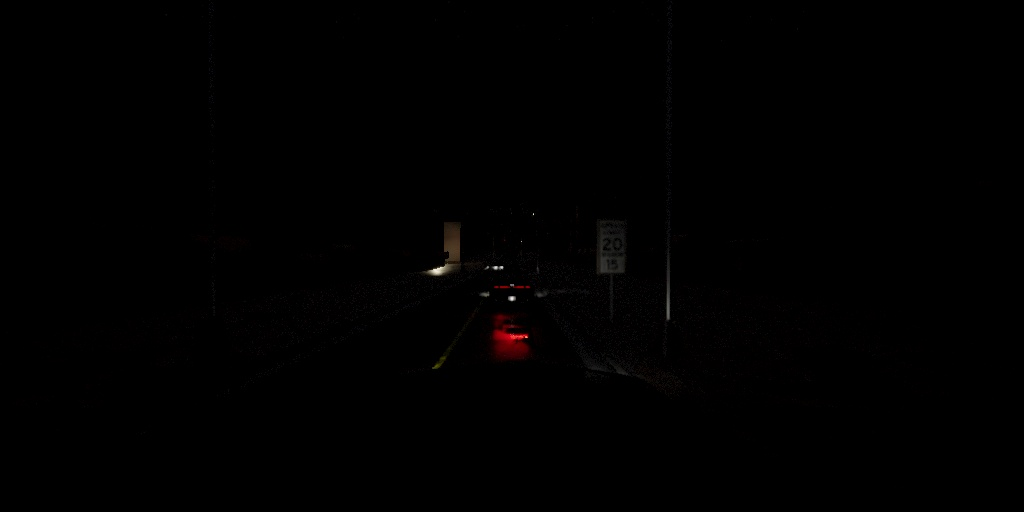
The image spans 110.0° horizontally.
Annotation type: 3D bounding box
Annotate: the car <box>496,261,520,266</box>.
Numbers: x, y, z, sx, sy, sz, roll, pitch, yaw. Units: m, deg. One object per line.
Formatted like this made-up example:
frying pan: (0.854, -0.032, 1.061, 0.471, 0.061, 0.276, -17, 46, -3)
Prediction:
car: (0.014, 1.455, 31.128, 2.128, 1.511, 4.902, 0, 0, 0)

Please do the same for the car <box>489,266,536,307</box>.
car: (0.009, 1.375, 16.144, 1.837, 1.490, 4.892, 0, 0, 0)
